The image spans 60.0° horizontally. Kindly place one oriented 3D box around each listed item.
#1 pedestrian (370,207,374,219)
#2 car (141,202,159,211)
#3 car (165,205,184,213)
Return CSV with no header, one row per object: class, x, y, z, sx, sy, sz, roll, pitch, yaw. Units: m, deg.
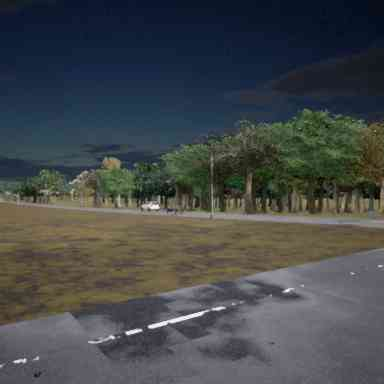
pedestrian,19.291,2.196,35.573,0.375,1.300,0.375,-2,1,-33
car,-9.039,3.100,71.515,2.150,2.045,5.566,1,-2,-33
car,-3.308,3.243,62.761,1.837,1.490,4.892,1,-2,-33
